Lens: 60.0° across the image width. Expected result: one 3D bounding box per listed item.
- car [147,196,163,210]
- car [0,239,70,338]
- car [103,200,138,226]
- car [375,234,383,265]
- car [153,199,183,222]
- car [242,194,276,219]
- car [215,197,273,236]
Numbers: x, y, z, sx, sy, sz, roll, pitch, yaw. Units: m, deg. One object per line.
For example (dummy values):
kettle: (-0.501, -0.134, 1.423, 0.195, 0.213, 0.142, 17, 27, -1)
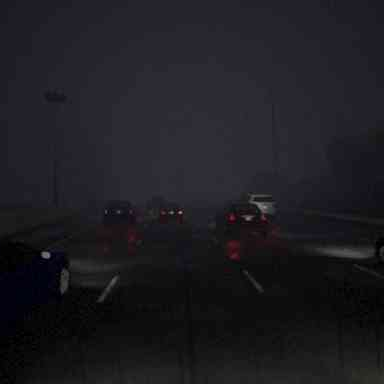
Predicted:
car: (-4.538, 1.315, 41.996, 2.097, 1.767, 4.553, 0, 0, -12)
car: (-3.582, 1.477, 5.392, 1.882, 1.535, 5.008, 0, 0, -2)
car: (-5.005, 1.335, 23.646, 2.097, 1.767, 4.553, 0, 0, -7)
car: (6.793, 1.487, 8.600, 1.837, 1.490, 4.892, 0, 0, -3)
car: (-1.775, 1.523, 26.260, 2.033, 1.411, 5.357, 0, 0, -8)
car: (5.097, 1.187, 27.567, 2.150, 2.045, 5.566, 0, 0, -8)
car: (2.584, 1.330, 18.516, 2.097, 1.767, 4.553, 0, 0, -5)
